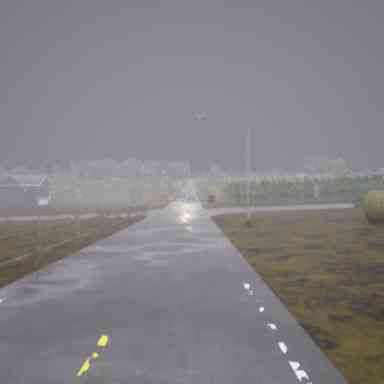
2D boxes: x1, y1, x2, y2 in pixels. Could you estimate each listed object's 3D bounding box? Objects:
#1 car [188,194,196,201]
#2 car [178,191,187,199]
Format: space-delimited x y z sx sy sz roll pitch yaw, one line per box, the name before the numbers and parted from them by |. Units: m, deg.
car | 0.010 1.580 87.663 1.812 1.442 4.674 0 1 0
car | -2.739 0.846 95.117 2.150 2.045 5.566 0 1 0
